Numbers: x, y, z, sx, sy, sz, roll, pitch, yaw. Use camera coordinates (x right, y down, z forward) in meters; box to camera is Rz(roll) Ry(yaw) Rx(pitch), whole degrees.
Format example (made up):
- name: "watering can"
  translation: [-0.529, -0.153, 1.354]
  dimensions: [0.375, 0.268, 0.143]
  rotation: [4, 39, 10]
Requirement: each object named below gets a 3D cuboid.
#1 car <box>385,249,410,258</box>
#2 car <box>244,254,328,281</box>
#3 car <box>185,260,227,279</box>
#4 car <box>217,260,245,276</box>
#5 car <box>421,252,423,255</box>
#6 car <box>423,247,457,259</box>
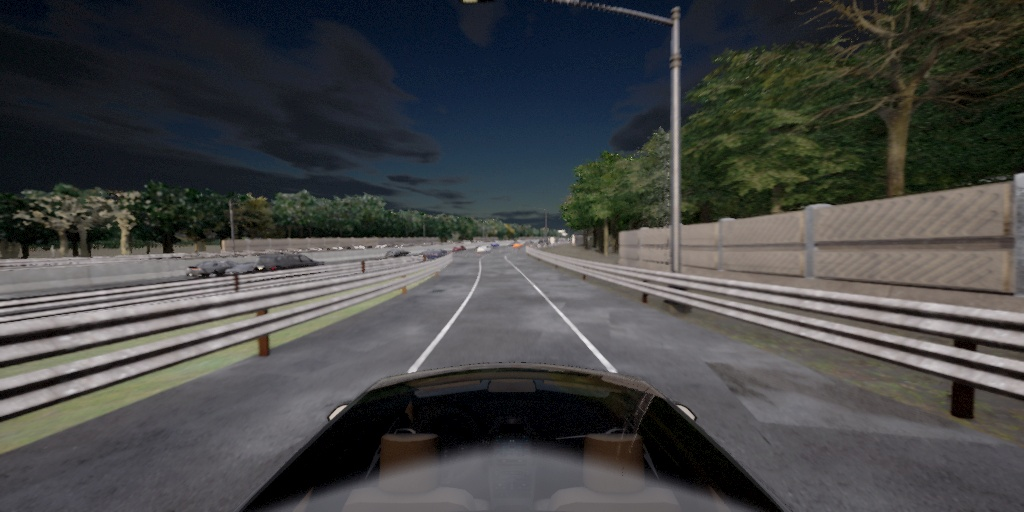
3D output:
- name: "car"
  translation: [-17.371, -0.353, 54.823]
  dimensions: [2.128, 1.511, 4.902]
  rotation: [0, 3, 14]
- name: "car"
  translation: [-17.080, 0.843, 27.900]
  dimensions: [2.150, 2.045, 5.566]
  rotation: [0, 3, 14]
- name: "car"
  translation: [-23.866, 1.094, 29.625]
  dimensions: [2.128, 1.511, 4.902]
  rotation: [0, 3, 14]
- name: "car"
  translation: [-20.477, 1.181, 28.751]
  dimensions: [1.994, 1.385, 4.181]
  rotation: [0, 3, 14]
- name: "car"
  translation: [-12.985, -0.484, 57.818]
  dimensions: [1.994, 1.385, 4.181]
  rotation: [0, 3, 14]
- name: "car"
  translation: [-10.593, -0.268, 53.074]
  dimensions: [2.033, 1.411, 5.357]
  rotation: [0, 3, 14]
